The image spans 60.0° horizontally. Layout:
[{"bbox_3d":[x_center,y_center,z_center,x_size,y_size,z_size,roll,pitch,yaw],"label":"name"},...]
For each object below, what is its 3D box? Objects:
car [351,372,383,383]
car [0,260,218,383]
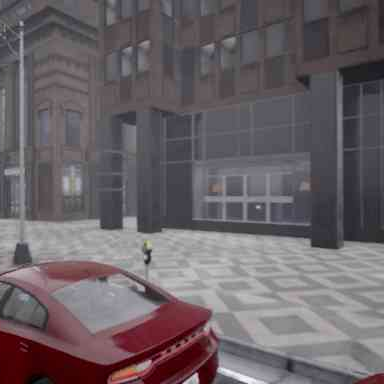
[{"bbox_3d":[2.735,1.528,1.010,4.507,1.381,1.887,-1,0,35],"label":"car"},{"bbox_3d":[-1.829,1.580,4.260,4.507,1.381,1.887,-1,0,35],"label":"car"}]
